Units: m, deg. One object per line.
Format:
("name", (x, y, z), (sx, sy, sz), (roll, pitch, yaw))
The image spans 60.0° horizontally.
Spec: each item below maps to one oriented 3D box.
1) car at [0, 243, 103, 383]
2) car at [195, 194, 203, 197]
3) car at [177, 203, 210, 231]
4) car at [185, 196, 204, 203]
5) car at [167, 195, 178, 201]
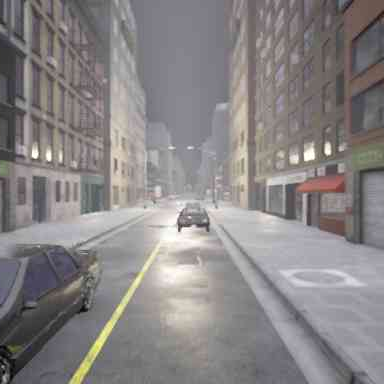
("car", (-2.818, 1.547, 4.914), (2.033, 1.411, 5.357), (0, 0, 0))
("car", (2.324, 1.730, 90.308), (1.947, 1.339, 4.313), (0, 0, 0))
("car", (0.091, 1.606, 20.449), (1.895, 1.301, 4.718), (0, 0, 0))
("car", (0.098, 1.580, 41.216), (2.033, 1.411, 5.357), (0, 0, -1))
("car", (-5.701, 1.605, 90.317), (1.967, 1.590, 4.097), (0, 0, 0))
